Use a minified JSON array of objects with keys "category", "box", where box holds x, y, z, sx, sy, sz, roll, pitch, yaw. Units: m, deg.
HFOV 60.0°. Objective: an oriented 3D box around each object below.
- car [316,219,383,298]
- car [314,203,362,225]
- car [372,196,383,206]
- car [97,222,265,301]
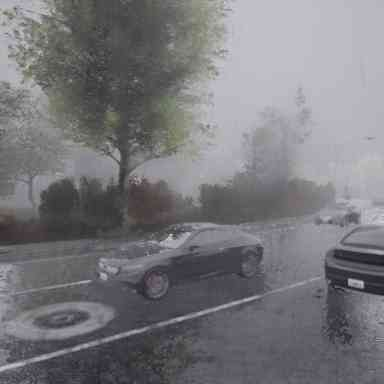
[{"category":"car","box":[5.038,1.518,7.964,4.892,1.490,1.837,0,0,-39]},{"category":"car","box":[9.947,1.525,22.523,2.128,1.511,4.902,0,0,43]},{"category":"car","box":[32.063,1.546,56.924,1.837,1.490,4.892,0,0,24]},{"category":"car","box":[-0.064,1.550,8.563,4.674,1.442,1.812,0,0,-39]}]
